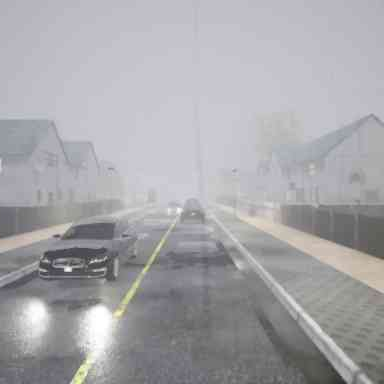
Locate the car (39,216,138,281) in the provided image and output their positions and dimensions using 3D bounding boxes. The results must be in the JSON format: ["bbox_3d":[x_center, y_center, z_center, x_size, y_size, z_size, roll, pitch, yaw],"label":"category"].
[{"bbox_3d":[-2.840,1.550,10.082,1.837,1.490,4.892,0,0,0],"label":"car"}]

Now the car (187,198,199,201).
[{"bbox_3d":[0.087,1.528,43.934,2.097,1.767,4.553,0,0,0],"label":"car"}]

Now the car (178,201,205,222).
[{"bbox_3d":[0.084,1.680,27.573,1.994,1.385,4.181,0,0,0],"label":"car"}]

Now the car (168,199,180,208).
[{"bbox_3d":[-2.806,1.808,53.118,1.895,1.301,4.718,0,0,1],"label":"car"}]
